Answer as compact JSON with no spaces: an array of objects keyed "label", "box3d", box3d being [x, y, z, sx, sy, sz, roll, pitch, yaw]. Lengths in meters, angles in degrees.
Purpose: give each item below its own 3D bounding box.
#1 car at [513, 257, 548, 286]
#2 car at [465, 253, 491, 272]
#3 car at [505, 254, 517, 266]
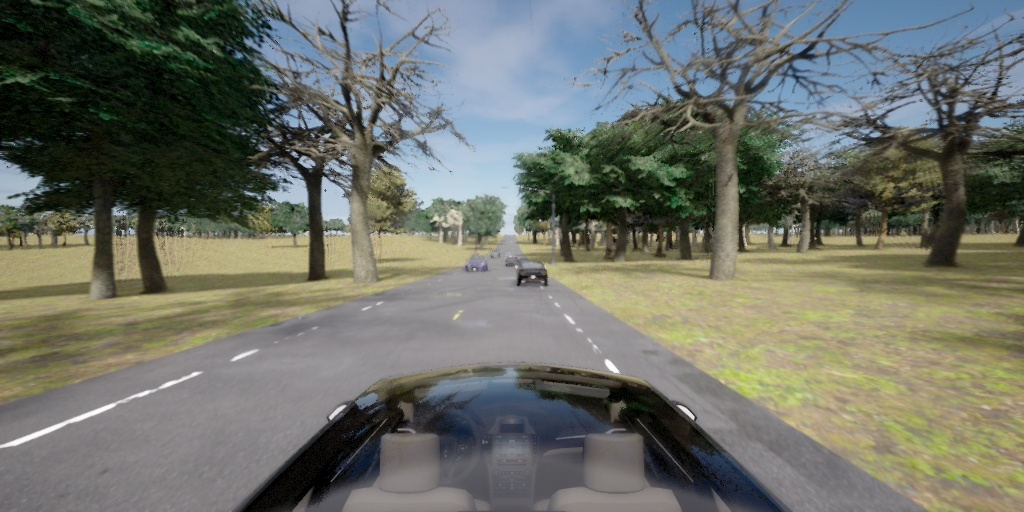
[{"label":"car","box3d":[1.214,1.028,22.986,1.882,1.535,5.008,0,1,0]},{"label":"car","box3d":[-3.588,0.696,36.898,2.097,1.767,4.553,0,1,0]},{"label":"car","box3d":[0.036,0.569,49.456,2.128,1.511,4.902,0,1,0]}]
